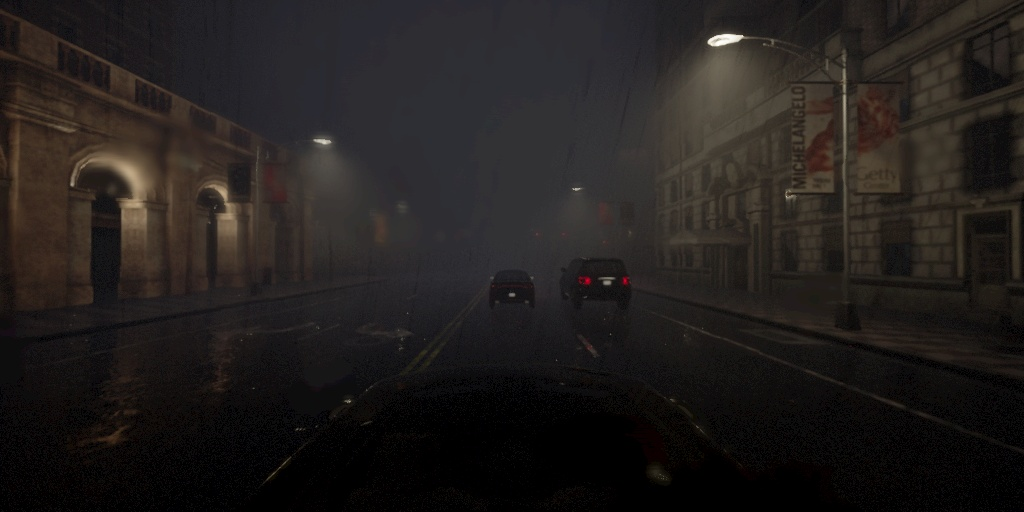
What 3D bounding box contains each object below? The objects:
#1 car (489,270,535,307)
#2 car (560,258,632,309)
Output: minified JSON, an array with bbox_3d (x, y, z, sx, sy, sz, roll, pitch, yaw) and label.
[{"bbox_3d":[0.003,1.364,16.330,1.882,1.535,5.008,0,0,0],"label":"car"},{"bbox_3d":[3.501,1.099,15.883,2.150,2.045,5.566,0,0,0],"label":"car"}]
